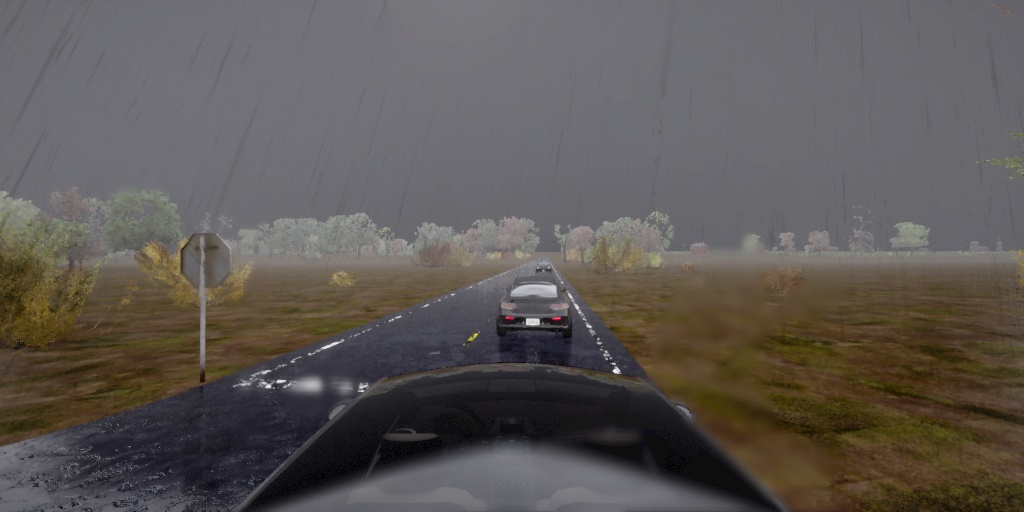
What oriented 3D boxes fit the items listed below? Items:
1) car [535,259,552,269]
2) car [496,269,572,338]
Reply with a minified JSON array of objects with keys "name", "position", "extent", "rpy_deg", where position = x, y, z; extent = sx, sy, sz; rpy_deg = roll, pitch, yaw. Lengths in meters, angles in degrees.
[{"name":"car","position":[3.758,1.348,42.429],"extent":[1.895,1.301,4.718],"rpy_deg":[0,0,6]},{"name":"car","position":[0.673,1.276,10.142],"extent":[1.812,1.442,4.674],"rpy_deg":[0,0,5]}]
